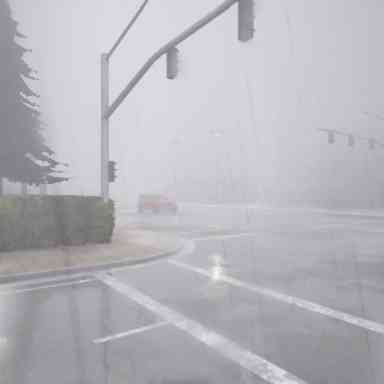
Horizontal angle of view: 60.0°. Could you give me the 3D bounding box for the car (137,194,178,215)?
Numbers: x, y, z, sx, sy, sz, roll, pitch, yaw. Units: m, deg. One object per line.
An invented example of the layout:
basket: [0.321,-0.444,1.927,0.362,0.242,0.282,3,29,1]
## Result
car: [-3.702,1.210,34.503,2.150,2.045,5.566,0,0,-36]

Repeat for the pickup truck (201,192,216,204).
pickup truck: [3.100,1.036,59.510,2.390,2.098,6.274,0,0,-6]
